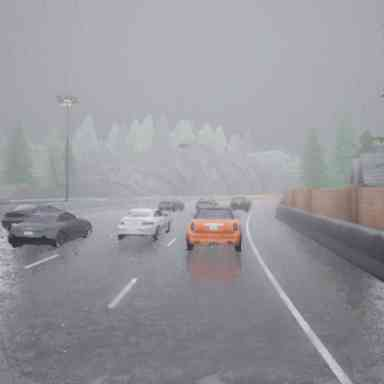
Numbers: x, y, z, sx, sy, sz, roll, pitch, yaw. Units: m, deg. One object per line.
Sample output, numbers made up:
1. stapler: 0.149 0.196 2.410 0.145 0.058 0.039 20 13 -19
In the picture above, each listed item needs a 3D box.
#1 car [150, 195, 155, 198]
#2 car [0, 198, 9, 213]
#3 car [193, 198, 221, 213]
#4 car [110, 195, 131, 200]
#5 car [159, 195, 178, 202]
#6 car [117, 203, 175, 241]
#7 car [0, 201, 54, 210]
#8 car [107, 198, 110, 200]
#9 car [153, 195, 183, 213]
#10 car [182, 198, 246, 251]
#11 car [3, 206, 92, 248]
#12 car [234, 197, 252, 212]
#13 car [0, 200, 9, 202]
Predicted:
1. car: -7.532 1.320 72.598 1.812 1.442 4.674 0 0 25
2. car: -20.926 1.411 33.402 1.812 1.442 4.674 0 0 12
3. car: 1.741 1.426 37.184 2.128 1.511 4.902 0 0 15
4. car: -14.003 1.393 66.887 1.994 1.385 4.181 0 0 22
5. car: -4.943 1.380 69.939 1.812 1.442 4.674 0 0 25
6. car: -2.266 1.489 16.488 1.812 1.442 4.674 0 0 7
7. car: -8.919 1.446 19.596 1.837 1.490 4.892 0 0 7
8. car: -15.910 1.356 71.202 2.033 1.411 5.357 0 0 24
9. car: -2.162 1.418 36.070 2.128 1.511 4.902 0 0 14
10. car: 1.005 1.328 14.268 2.097 1.767 4.553 0 0 6
11. car: -5.995 1.521 14.582 1.994 1.385 4.181 0 0 5
12. car: 5.640 1.294 38.088 2.097 1.767 4.553 0 0 16
13. car: -17.976 1.445 30.557 2.033 1.411 5.357 0 0 11
